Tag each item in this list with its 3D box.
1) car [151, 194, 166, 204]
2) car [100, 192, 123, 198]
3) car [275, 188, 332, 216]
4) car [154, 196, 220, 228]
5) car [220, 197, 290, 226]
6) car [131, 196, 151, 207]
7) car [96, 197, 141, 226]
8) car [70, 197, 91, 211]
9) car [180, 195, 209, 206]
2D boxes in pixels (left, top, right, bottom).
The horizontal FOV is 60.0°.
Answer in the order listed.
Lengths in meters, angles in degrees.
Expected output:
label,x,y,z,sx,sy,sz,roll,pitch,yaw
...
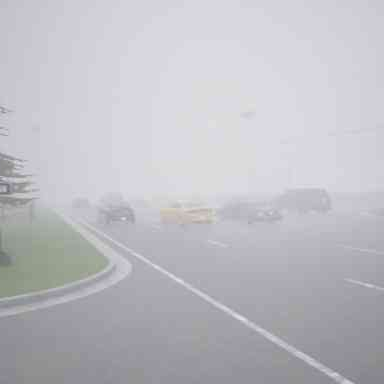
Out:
label,x,y,z,sx,sy,sz,roll,pitch,yaw
car,-4.441,1.083,45.323,1.882,1.535,5.008,-2,1,-26
car,-9.719,1.006,40.122,2.150,2.045,5.566,-2,1,-26
car,8.410,0.736,26.502,2.150,2.045,5.566,-2,1,-26
car,-0.473,1.256,20.761,1.882,1.535,5.008,-2,1,-26
car,3.354,1.237,20.867,2.033,1.411,5.357,-2,1,-26
car,-7.185,1.259,42.951,1.994,1.385,4.181,-2,1,-25
car,-5.282,1.375,22.718,1.837,1.490,4.892,-2,1,-26
car,-13.222,1.378,39.351,1.837,1.490,4.892,-2,1,-25
car,0.233,1.117,43.658,1.895,1.301,4.718,-2,1,-25
